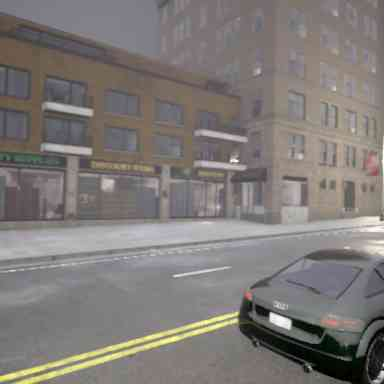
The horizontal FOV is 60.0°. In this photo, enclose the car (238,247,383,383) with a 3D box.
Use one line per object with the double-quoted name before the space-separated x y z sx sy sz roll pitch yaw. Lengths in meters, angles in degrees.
"car" 2.752 1.634 5.420 4.181 1.385 1.994 1 -1 -36
